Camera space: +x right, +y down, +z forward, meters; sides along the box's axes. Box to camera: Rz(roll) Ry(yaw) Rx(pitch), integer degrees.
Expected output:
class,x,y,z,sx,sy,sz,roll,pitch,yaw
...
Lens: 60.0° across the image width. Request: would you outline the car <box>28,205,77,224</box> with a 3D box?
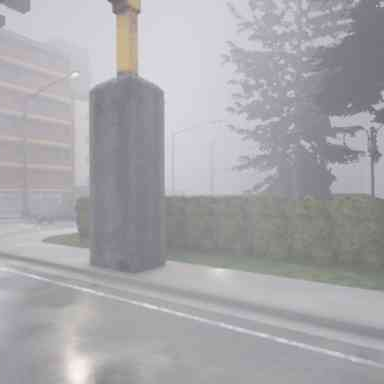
class,x,y,z,sx,sy,sz,roll,pitch,yaw
car,-10.343,1.730,27.022,2.033,1.411,5.357,-1,0,36
